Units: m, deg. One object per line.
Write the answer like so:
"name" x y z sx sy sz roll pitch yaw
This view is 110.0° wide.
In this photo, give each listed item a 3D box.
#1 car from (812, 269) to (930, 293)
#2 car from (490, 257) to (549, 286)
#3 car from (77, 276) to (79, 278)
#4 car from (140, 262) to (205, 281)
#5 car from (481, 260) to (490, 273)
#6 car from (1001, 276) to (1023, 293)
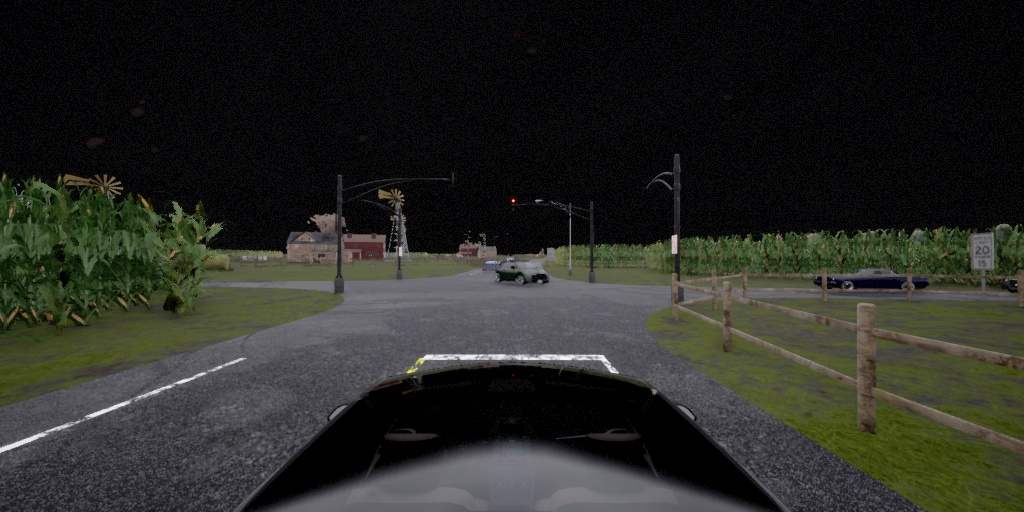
"car" 20.380 1.401 20.606 4.718 1.301 1.895 0 -1 9
"car" 0.636 1.101 25.494 2.097 1.767 4.553 0 0 -33
"car" -34.006 1.293 26.943 4.718 1.301 1.895 0 -1 9
"car" -24.191 1.195 25.293 4.902 1.511 2.128 0 -1 9
"car" -2.574 1.271 44.450 1.812 1.442 4.674 0 0 3
"car" 29.348 1.377 19.058 4.181 1.385 1.994 0 -1 10
